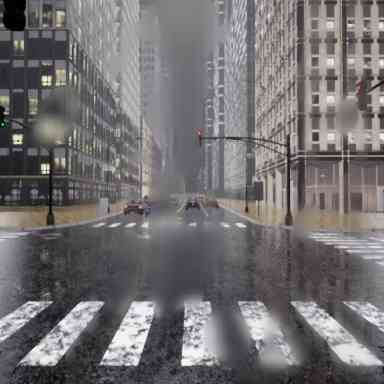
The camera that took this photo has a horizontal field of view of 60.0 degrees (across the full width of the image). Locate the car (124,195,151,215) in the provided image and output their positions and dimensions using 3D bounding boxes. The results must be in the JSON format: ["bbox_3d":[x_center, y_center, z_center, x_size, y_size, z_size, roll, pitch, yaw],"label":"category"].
[{"bbox_3d":[-5.680,1.452,33.794,1.967,1.590,4.097,1,0,0],"label":"car"}]

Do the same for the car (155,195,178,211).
[{"bbox_3d":[-3.102,1.519,40.787,1.837,1.490,4.892,0,0,0],"label":"car"}]

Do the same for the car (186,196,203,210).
[{"bbox_3d":[0.093,1.563,44.120,2.033,1.411,5.357,0,0,0],"label":"car"}]

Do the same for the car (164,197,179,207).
[{"bbox_3d":[-3.098,1.566,52.253,2.033,1.411,5.357,0,0,0],"label":"car"}]

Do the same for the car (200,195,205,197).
[{"bbox_3d":[2.695,1.546,56.334,1.752,1.417,4.829,1,0,0],"label":"car"}]

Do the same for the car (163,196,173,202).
[{"bbox_3d":[-5.689,1.580,78.395,2.008,1.369,4.403,1,0,0],"label":"car"}]

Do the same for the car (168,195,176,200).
[{"bbox_3d":[-5.693,1.603,95.121,1.947,1.339,4.313,1,0,0],"label":"car"}]

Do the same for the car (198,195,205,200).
[{"bbox_3d":[2.688,1.582,95.204,1.887,1.381,4.507,1,0,0],"label":"car"}]

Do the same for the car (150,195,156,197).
[{"bbox_3d":[-5.679,1.331,44.945,2.192,1.841,5.009,1,0,0],"label":"car"}]

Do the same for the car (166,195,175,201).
[{"bbox_3d":[-5.691,1.585,89.546,2.008,1.369,4.403,1,0,0],"label":"car"}]

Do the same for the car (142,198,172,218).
[{"bbox_3d":[-3.103,1.536,30.328,1.812,1.442,4.674,0,0,0],"label":"car"}]

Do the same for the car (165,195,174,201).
[{"bbox_3d":[-5.690,1.576,83.971,1.887,1.381,4.507,1,0,0],"label":"car"}]

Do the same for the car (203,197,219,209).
[{"bbox_3d":[2.695,1.598,45.008,1.802,1.307,4.206,1,0,0],"label":"car"}]

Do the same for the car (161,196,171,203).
[{"bbox_3d":[-5.688,1.572,72.820,1.887,1.381,4.507,1,0,0],"label":"car"}]
